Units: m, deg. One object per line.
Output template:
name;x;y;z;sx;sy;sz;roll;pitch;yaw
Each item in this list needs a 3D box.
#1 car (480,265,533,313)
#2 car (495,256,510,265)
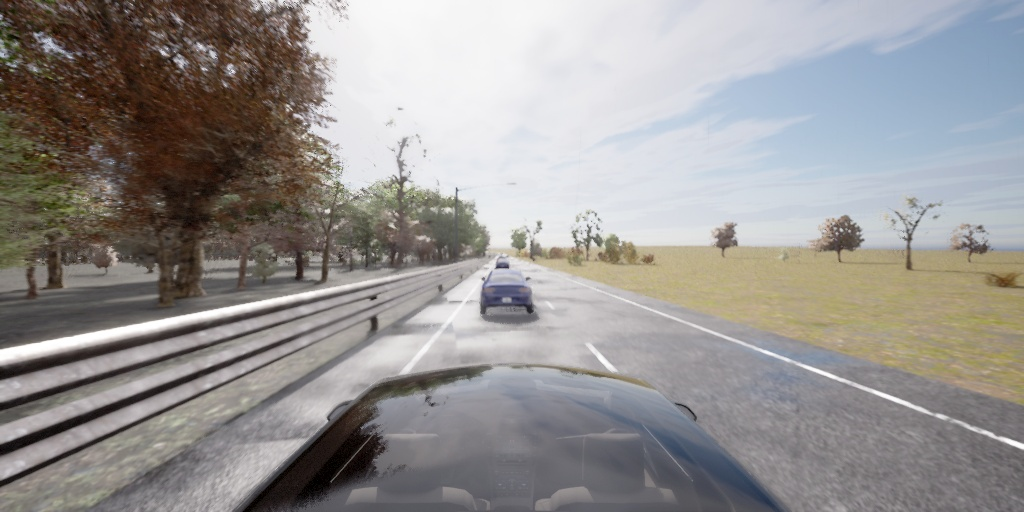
car;-0.227;1.229;13.722;1.812;1.442;4.674;0;0;-2
car;-1.207;1.091;47.014;1.812;1.442;4.674;0;0;-2
